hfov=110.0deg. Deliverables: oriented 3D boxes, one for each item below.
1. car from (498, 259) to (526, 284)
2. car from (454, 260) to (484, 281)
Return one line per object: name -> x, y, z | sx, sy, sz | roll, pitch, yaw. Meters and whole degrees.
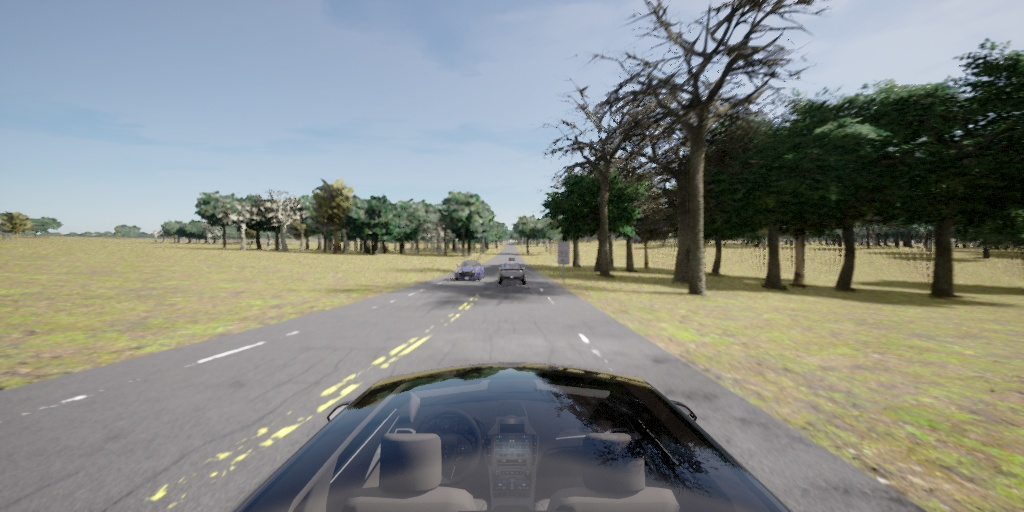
car -> -0.002, 1.239, 26.791 | 2.128, 1.511, 4.902 | 0, 0, 0
car -> -3.502, 1.119, 30.109 | 2.097, 1.767, 4.553 | 0, 0, 0
